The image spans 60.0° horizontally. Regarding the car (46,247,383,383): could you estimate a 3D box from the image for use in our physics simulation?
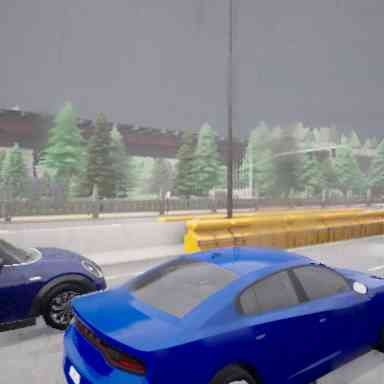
[{"bbox_3d":[0.968,1.488,4.433,5.008,1.535,1.882,0,0,-35],"label":"car"}]

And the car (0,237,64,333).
[{"bbox_3d":[-3.739,1.352,5.380,4.553,1.767,2.097,0,0,-35],"label":"car"}]
